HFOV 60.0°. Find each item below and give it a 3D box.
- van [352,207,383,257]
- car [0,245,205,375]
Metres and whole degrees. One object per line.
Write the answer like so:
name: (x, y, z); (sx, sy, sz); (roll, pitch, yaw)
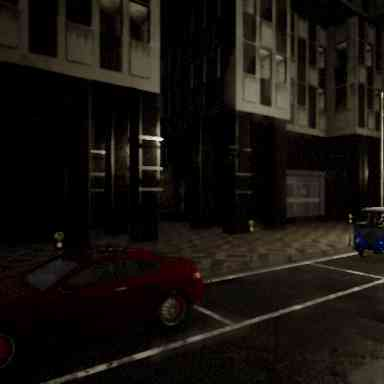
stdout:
van: (7.413, 1.428, 11.947); (3.998, 1.788, 1.690); (0, 0, -36)
car: (-1.706, 1.593, 5.434); (4.206, 1.307, 1.802); (0, 0, -36)
